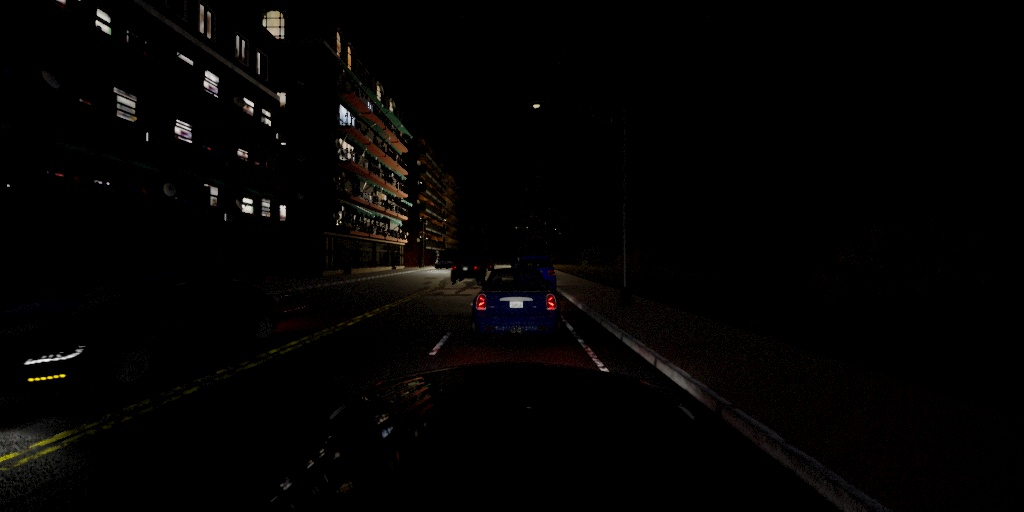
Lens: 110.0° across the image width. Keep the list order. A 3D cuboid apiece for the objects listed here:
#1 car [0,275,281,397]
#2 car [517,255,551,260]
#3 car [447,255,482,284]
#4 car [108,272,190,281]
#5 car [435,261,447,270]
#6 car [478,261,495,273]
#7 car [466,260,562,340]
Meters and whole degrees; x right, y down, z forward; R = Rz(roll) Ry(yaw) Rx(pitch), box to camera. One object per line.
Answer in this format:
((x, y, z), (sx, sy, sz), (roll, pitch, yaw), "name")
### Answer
((-6.605, 1.255, 6.855), (1.837, 1.490, 4.892), (0, 0, 0), "car")
((1.132, 0.977, 19.703), (2.150, 2.045, 5.566), (0, 0, 0), "car")
((-3.157, 0.971, 26.888), (2.150, 2.045, 5.566), (0, 0, 0), "car")
((-9.853, 1.229, 9.681), (1.882, 1.535, 5.008), (0, 0, 0), "car")
((-9.856, 1.351, 51.834), (1.895, 1.301, 4.718), (0, 0, 0), "car")
((-3.159, 1.351, 45.190), (1.895, 1.301, 4.718), (0, 0, 0), "car")
((0.095, 1.103, 10.128), (2.097, 1.767, 4.553), (0, 0, 0), "car")
